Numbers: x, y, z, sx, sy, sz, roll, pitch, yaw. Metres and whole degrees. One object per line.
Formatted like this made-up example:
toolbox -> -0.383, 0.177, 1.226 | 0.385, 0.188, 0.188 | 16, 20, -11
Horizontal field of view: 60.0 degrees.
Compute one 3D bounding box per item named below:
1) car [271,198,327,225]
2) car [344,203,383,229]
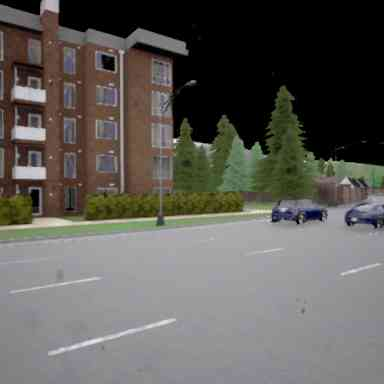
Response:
car -> 7.501, 1.224, 23.076 | 4.553, 1.767, 2.097 | -1, 0, -42
car -> 11.133, 1.388, 20.288 | 4.674, 1.442, 1.812 | 0, 0, -36
